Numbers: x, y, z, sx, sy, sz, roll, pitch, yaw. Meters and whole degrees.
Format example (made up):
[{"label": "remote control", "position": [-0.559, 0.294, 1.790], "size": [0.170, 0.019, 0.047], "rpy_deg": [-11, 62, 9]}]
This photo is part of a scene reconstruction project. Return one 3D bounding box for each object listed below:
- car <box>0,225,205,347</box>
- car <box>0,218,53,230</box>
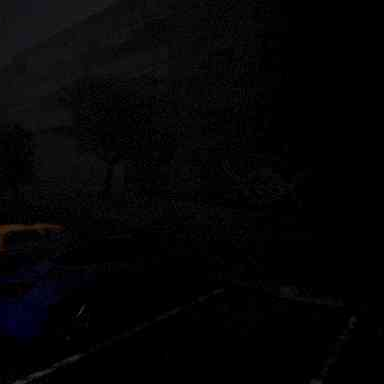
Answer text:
[{"label": "car", "position": [-1.635, 1.476, 6.489], "size": [2.163, 1.488, 4.792], "rpy_deg": [0, 0, 36]}, {"label": "car", "position": [-3.816, 1.424, 8.240], "size": [1.946, 1.575, 5.366], "rpy_deg": [0, 0, 36]}]
